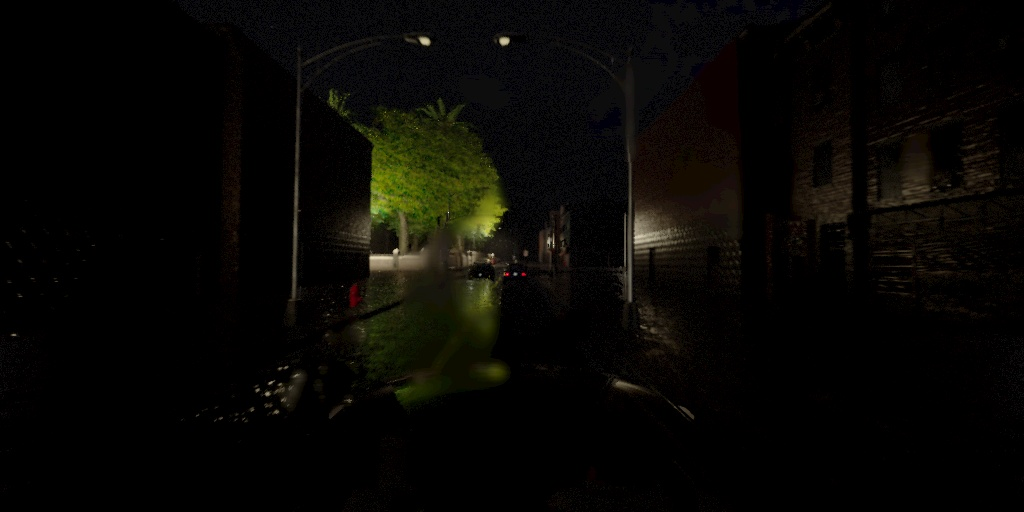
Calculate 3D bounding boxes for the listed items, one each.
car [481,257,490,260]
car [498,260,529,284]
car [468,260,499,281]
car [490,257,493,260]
[{"bbox_3d":[-4.954,1.250,56.353,2.007,1.370,4.403,0,0,0],"label":"car"},{"bbox_3d":[0.278,1.285,26.974,2.033,1.411,5.357,0,0,1],"label":"car"},{"bbox_3d":[-2.456,1.279,30.038,1.994,1.385,4.181,0,0,1],"label":"car"},{"bbox_3d":[-4.906,1.256,63.488,2.007,1.370,4.403,0,0,0],"label":"car"}]
